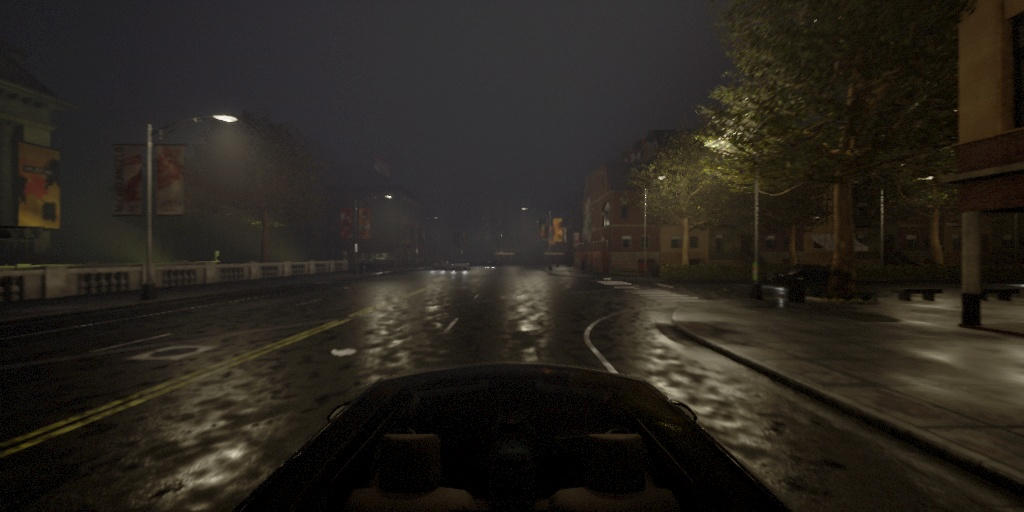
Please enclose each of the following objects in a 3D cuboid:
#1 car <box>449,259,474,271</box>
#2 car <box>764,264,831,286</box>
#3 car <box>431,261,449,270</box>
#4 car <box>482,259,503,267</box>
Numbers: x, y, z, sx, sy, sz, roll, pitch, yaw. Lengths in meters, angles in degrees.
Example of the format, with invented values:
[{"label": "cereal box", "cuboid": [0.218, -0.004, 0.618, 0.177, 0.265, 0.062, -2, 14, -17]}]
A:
[{"label": "car", "cuboid": [-6.831, 1.266, 48.601, 1.812, 1.442, 4.674, 0, 0, 3]}, {"label": "car", "cuboid": [19.776, 1.271, 24.308, 4.674, 1.442, 1.812, 0, 0, 0]}, {"label": "car", "cuboid": [-10.123, 1.341, 51.965, 1.895, 1.301, 4.718, 0, 0, 6]}, {"label": "car", "cuboid": [-3.233, 1.299, 65.389, 1.994, 1.385, 4.181, 0, 0, 22]}]
